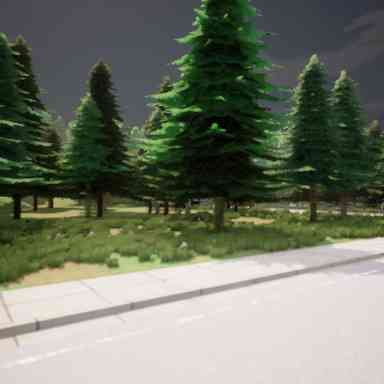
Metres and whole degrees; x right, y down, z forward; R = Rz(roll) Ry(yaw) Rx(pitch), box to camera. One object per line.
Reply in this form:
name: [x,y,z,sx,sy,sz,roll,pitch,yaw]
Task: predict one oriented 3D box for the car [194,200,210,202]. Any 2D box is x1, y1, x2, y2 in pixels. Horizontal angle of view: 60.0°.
car: [1.415,1.857,60.251,2.128,1.511,4.902,1,-1,-34]
